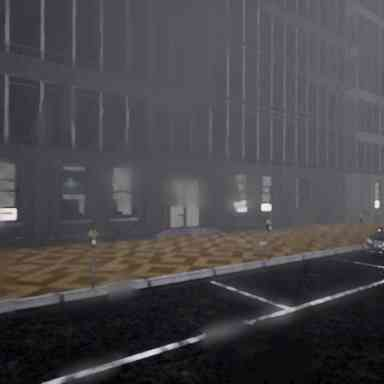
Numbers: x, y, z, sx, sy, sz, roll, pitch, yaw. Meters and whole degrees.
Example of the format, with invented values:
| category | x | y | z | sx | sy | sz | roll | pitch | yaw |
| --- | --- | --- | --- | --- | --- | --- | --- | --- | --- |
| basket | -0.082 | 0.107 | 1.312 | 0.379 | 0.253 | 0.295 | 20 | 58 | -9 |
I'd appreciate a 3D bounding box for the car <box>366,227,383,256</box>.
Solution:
| category | x | y | z | sx | sy | sz | roll | pitch | yaw |
| --- | --- | --- | --- | --- | --- | --- | --- | --- | --- |
| car | 8.191 | 1.671 | 12.391 | 4.403 | 1.369 | 2.008 | 1 | 0 | -35 |
